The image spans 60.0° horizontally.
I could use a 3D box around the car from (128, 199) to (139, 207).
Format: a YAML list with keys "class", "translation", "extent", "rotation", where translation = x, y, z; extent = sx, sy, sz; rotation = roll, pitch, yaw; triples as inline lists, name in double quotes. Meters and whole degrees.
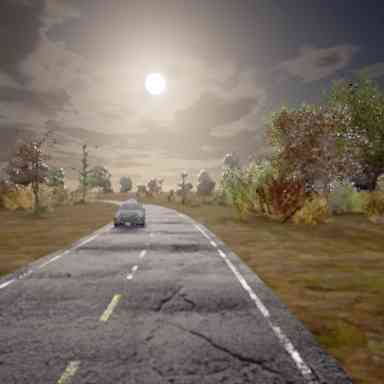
- class: "car"
  translation: [-11.439, 2.035, 64.554]
  extent: [1.812, 1.442, 4.674]
  rotation: [0, 0, -14]

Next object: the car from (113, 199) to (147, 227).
- class: "car"
  translation: [-4.423, 1.548, 24.237]
  extent: [2.097, 1.767, 4.553]
  rotation: [0, 0, -6]
